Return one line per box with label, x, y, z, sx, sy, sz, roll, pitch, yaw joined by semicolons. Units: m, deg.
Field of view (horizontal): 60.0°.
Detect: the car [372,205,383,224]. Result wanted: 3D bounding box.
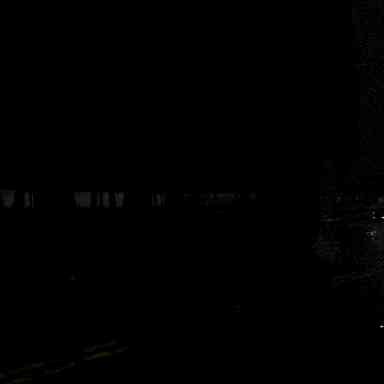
car;13.389;1.235;21.212;4.892;1.490;1.837;-1;0;-35
